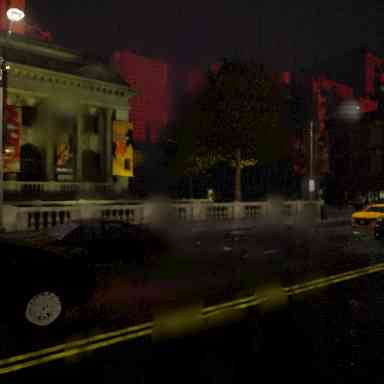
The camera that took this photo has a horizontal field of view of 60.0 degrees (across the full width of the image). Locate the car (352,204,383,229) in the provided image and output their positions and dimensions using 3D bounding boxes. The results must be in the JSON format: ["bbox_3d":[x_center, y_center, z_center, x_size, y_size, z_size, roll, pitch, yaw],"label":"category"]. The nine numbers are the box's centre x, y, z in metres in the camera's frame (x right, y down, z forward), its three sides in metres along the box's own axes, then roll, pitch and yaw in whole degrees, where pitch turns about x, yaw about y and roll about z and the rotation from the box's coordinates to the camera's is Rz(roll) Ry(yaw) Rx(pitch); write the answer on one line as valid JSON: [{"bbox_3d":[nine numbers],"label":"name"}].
[{"bbox_3d":[12.187,1.543,21.273,5.008,1.535,1.882,0,0,-35],"label":"car"}]

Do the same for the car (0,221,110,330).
[{"bbox_3d":[-4.125,1.476,5.349,5.008,1.535,1.882,0,0,-36],"label":"car"}]

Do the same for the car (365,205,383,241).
[{"bbox_3d":[10.629,1.530,15.879,5.008,1.535,1.882,0,0,-35],"label":"car"}]

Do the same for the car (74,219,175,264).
[{"bbox_3d":[-3.153,1.557,10.345,5.357,1.411,2.033,0,0,-36],"label":"car"}]
